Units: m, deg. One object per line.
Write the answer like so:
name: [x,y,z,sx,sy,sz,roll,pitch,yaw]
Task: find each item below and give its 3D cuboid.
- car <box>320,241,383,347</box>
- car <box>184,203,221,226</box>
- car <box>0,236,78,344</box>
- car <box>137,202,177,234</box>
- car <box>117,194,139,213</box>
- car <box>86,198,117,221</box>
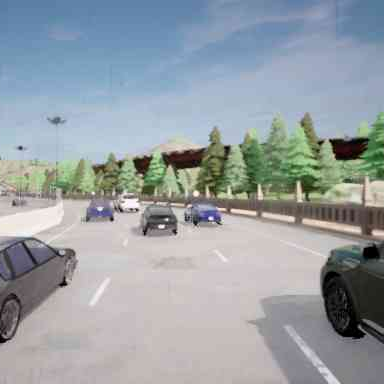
car: [3.389,1.206,3.477,2.150,2.045,5.566,0,0,-2]
car: [0.685,1.507,23.281,1.812,1.442,4.674,0,0,-13]
car: [-3.733,1.557,6.285,2.033,1.411,5.357,0,0,-4]
car: [-1.993,1.499,19.165,1.837,1.490,4.892,0,0,-11]
car: [-7.549,1.223,38.227,2.150,2.045,5.566,0,0,-22]
car: [-7.652,1.362,27.600,2.097,1.767,4.553,0,0,-16]
